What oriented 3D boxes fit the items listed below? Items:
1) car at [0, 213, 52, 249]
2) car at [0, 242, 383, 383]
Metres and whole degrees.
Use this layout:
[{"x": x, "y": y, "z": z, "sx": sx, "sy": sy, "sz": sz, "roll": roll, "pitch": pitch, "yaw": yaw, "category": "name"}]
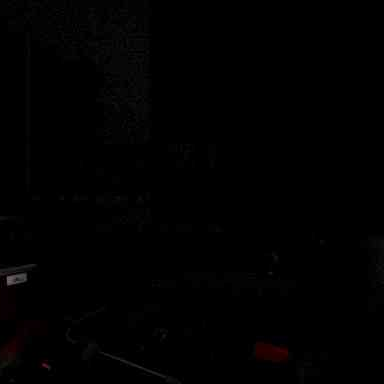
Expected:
[{"x": -4.423, "y": 1.315, "z": 6.102, "sx": 5.009, "sy": 1.841, "sz": 2.192, "roll": 0, "pitch": 0, "yaw": 35, "category": "car"}, {"x": 0.010, "y": 1.440, "z": 2.953, "sx": 4.097, "sy": 1.590, "sz": 1.967, "roll": 0, "pitch": 0, "yaw": 35, "category": "car"}]
